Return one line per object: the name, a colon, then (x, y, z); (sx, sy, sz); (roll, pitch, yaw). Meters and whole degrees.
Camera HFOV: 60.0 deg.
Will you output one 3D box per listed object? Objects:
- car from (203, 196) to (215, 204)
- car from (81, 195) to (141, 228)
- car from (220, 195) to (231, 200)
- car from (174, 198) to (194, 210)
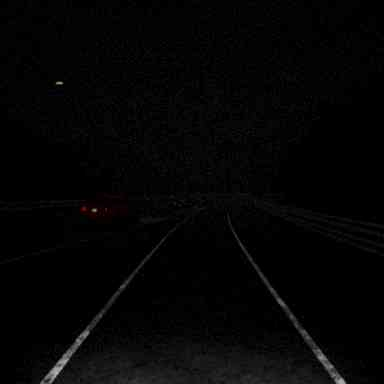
car: (3.397, 1.534, 65.100); (2.033, 1.411, 5.357); (0, 0, 11)
car: (-5.282, 1.191, 22.422); (2.150, 2.045, 5.566); (0, 0, 12)
car: (8.780, 1.525, 91.566); (2.033, 1.411, 5.357); (0, 0, 11)
car: (-1.027, 1.521, 43.352); (1.812, 1.442, 4.674); (0, 0, 11)
